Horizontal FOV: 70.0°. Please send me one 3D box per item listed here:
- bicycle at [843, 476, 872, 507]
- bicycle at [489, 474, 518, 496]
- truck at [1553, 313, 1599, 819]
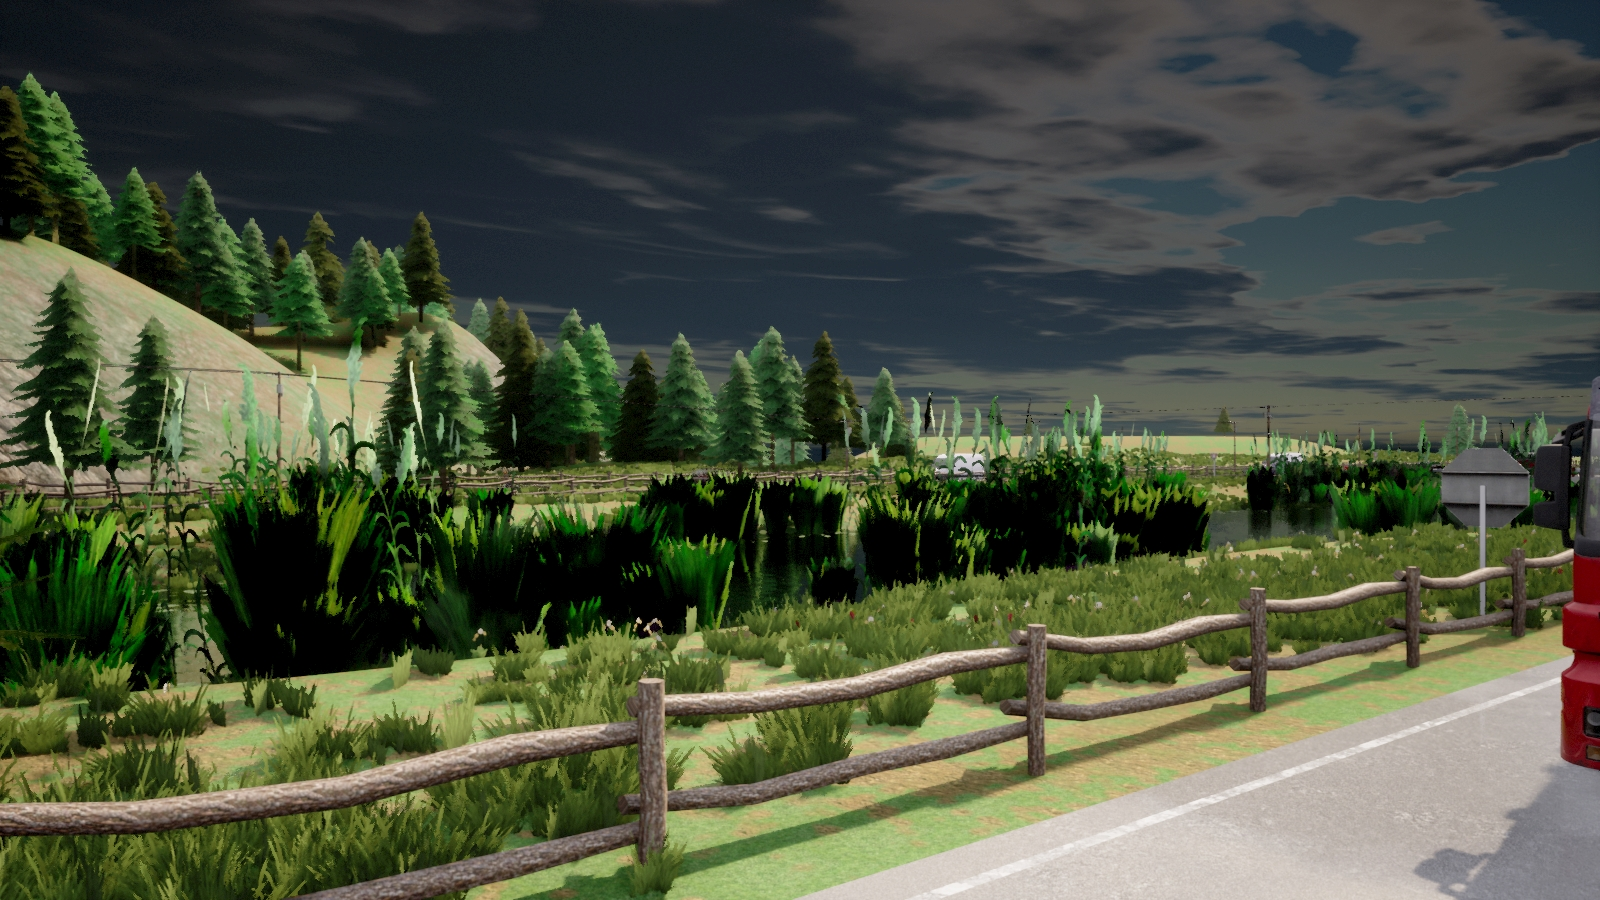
[{"bbox_3d":[2.824,2.030,56.089,1.643,1.496,0.373,0,0,-43],"label":"bicycle"},{"bbox_3d":[-18.241,2.158,70.320,1.487,1.276,0.859,0,0,-45],"label":"bicycle"},{"bbox_3d":[9.755,0.862,11.013,2.891,3.827,8.468,0,1,42],"label":"truck"}]
